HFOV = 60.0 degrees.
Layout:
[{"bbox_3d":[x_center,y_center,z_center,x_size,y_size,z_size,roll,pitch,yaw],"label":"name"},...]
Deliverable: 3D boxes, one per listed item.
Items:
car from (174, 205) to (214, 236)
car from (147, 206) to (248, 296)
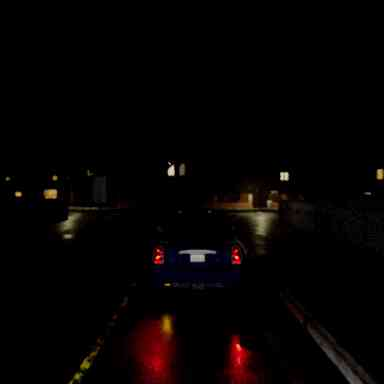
[{"bbox_3d":[0.137,1.505,18.792,1.994,1.385,4.181,0,0,1],"label":"car"},{"bbox_3d":[0.112,1.322,8.746,2.097,1.767,4.553,0,0,0],"label":"car"}]
